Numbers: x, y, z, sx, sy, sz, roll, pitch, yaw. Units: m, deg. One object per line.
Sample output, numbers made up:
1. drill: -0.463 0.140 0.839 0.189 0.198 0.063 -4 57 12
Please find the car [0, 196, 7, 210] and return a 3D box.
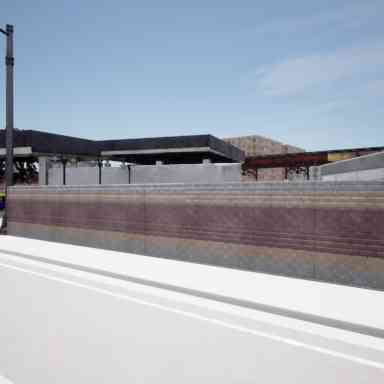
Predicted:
1. car: -20.626 1.295 39.464 2.242 1.667 4.611 0 0 37
